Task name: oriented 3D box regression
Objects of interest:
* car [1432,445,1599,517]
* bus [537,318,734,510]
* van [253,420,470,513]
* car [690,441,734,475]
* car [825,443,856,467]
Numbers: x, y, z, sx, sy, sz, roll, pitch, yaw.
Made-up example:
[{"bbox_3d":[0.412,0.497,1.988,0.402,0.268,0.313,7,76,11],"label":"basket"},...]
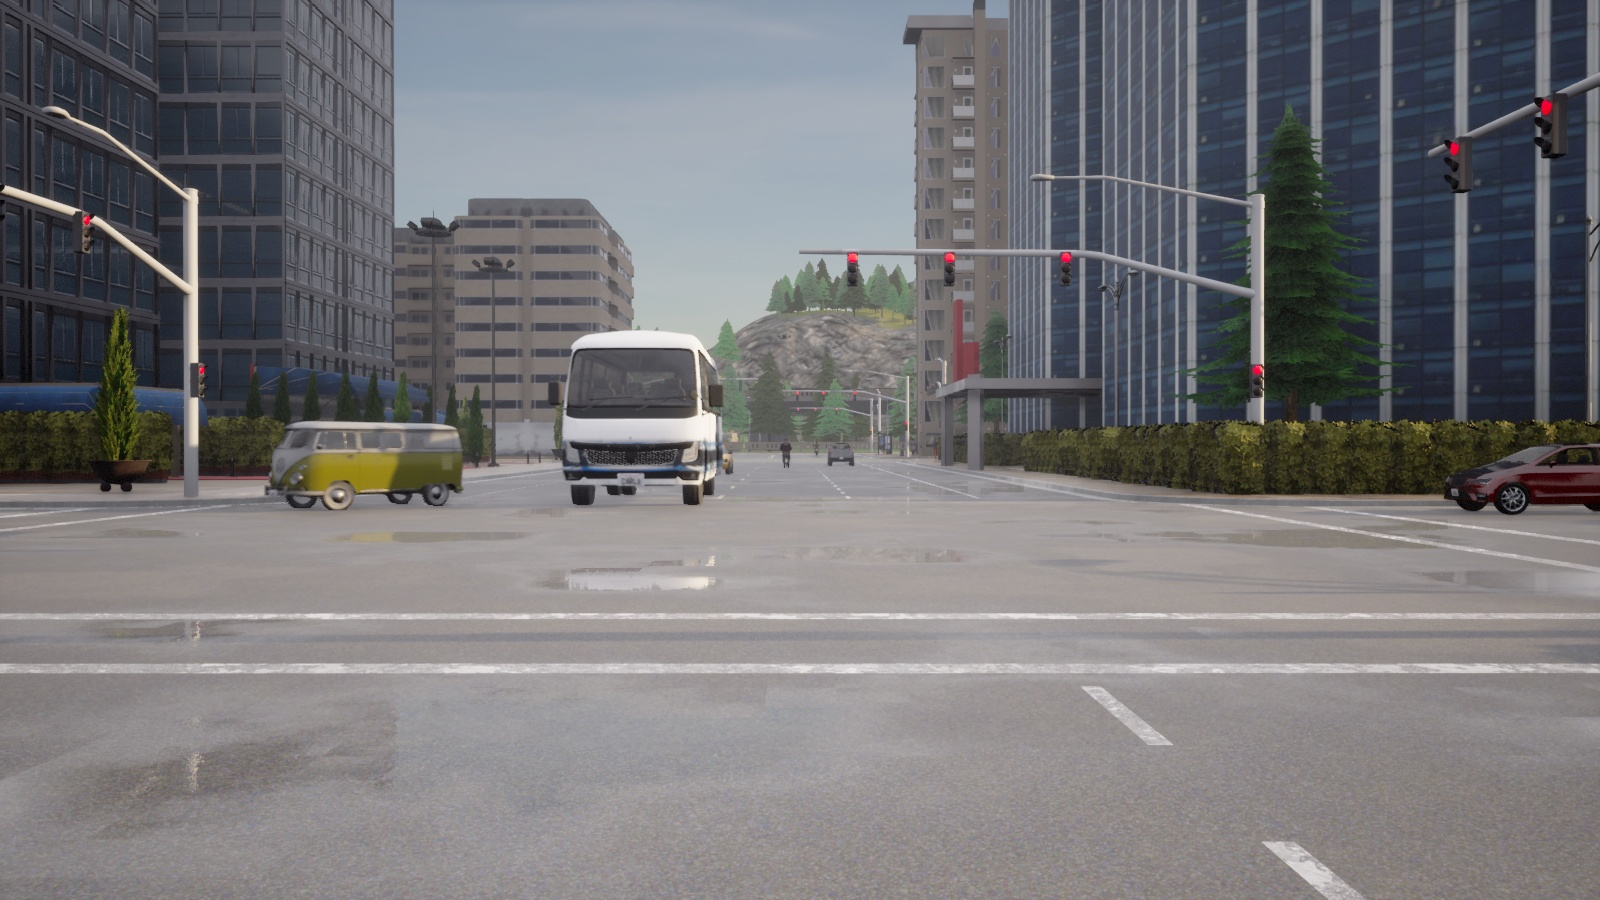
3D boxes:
[{"bbox_3d":[15.923,0.623,26.546,4.193,1.474,1.816,0,0,0],"label":"car"},{"bbox_3d":[-3.908,-0.819,32.904,3.944,4.253,10.273,0,0,-1],"label":"bus"},{"bbox_3d":[-10.012,0.327,28.950,1.775,1.987,4.442,1,1,39],"label":"van"},{"bbox_3d":[-4.176,0.341,60.355,1.801,1.575,5.366,0,0,-1],"label":"car"},{"bbox_3d":[2.628,0.299,82.025,1.845,1.501,3.633,0,0,-1],"label":"car"}]
